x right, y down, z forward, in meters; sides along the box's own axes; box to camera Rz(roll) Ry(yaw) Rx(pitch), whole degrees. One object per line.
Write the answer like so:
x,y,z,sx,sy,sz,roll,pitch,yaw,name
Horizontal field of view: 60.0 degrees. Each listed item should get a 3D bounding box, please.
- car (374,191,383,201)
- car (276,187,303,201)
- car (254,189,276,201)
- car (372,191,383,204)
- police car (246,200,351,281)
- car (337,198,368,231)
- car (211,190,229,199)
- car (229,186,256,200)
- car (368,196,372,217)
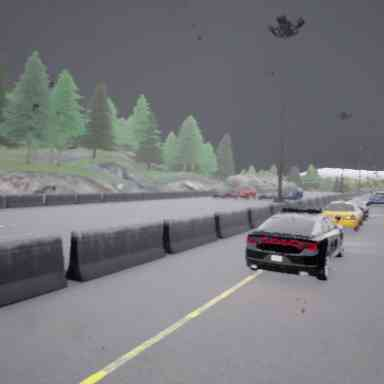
30.702,0.581,53.953,1.882,1.535,5.008,2,2,31,car
14.065,0.281,46.651,2.150,2.045,5.566,2,2,31,car
11.062,0.534,48.445,1.994,1.385,4.181,2,2,31,car
22.355,0.901,39.892,2.033,1.411,5.357,2,2,31,car
3.245,1.268,9.755,1.930,1.638,5.238,2,2,31,police car
8.394,1.171,18.431,1.801,1.575,5.366,2,2,31,car
4.930,0.343,51.813,2.033,1.411,5.357,2,2,31,car
8.050,0.102,50.220,2.150,2.045,5.566,2,2,31,car
11.362,1.155,23.435,1.812,1.442,4.674,2,2,31,car
